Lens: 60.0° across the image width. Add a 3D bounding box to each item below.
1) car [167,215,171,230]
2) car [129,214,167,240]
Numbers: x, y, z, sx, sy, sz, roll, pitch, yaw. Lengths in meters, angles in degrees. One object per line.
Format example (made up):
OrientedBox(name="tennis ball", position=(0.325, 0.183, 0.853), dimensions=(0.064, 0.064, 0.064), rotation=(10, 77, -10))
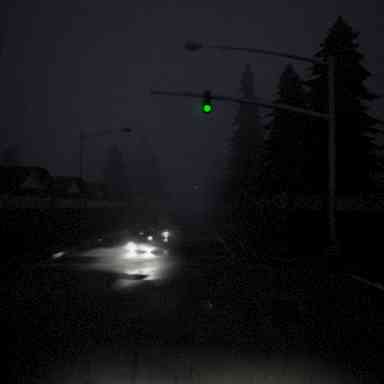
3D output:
OrientedBox(name="car", position=(-3.178, 3.035, 34.309), dimensions=(1.812, 1.442, 4.674), rotation=(0, -2, 1))
OrientedBox(name="car", position=(-3.306, 2.583, 24.440), dimensions=(2.128, 1.511, 4.902), rotation=(0, -2, 1))
